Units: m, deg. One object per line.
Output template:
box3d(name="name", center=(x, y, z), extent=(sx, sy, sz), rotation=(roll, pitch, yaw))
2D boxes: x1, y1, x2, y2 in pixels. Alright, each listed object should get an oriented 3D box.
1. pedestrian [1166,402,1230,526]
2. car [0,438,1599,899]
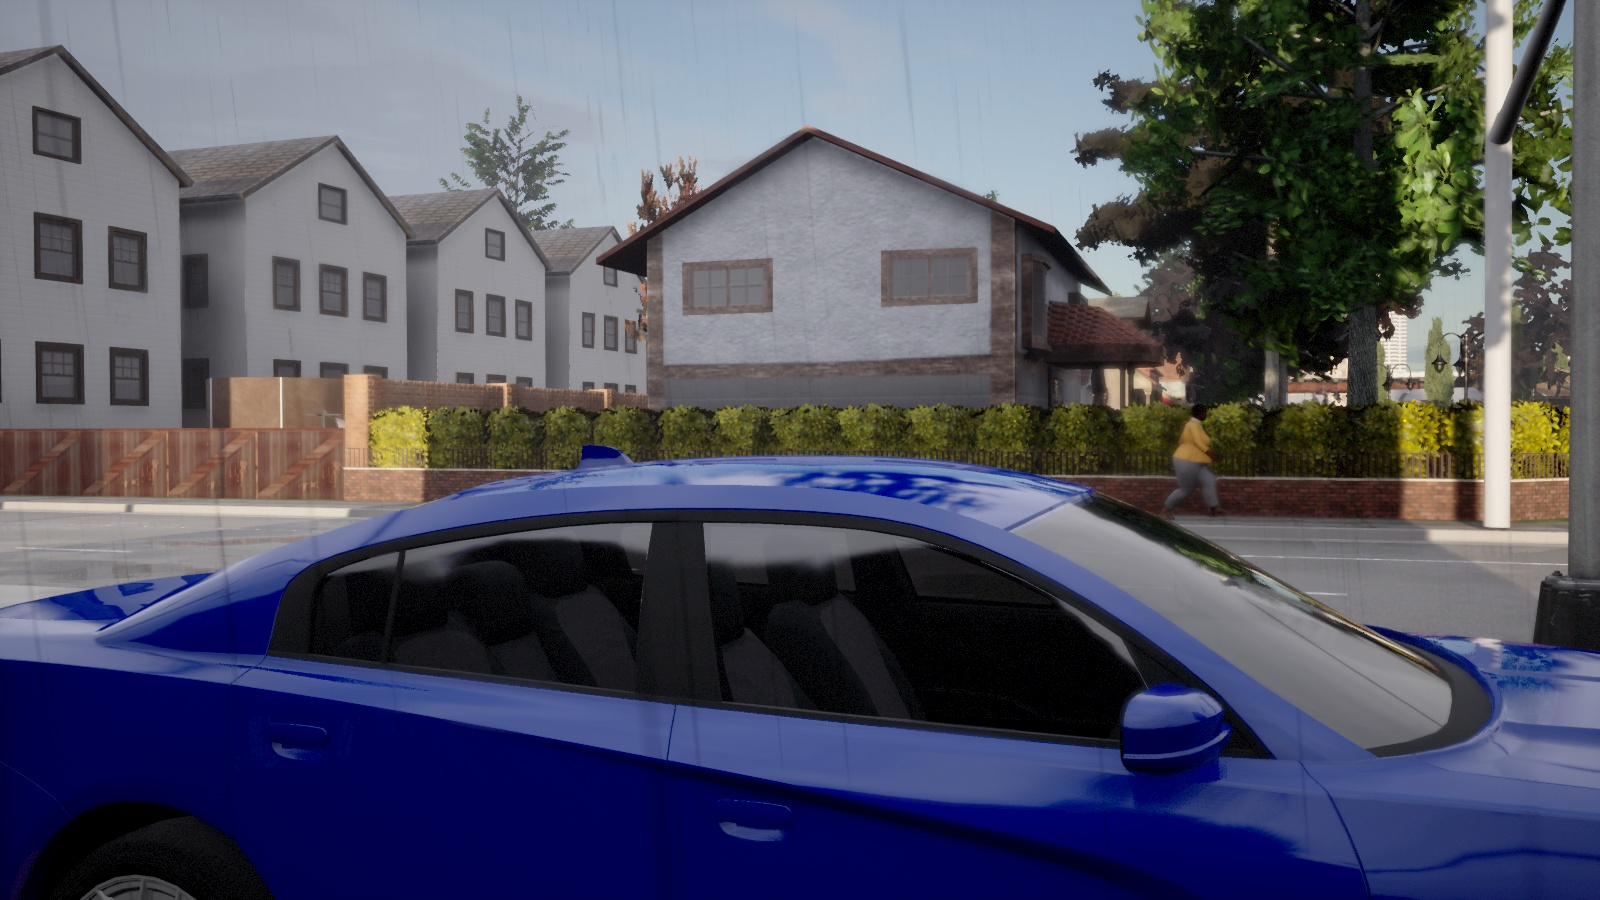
box3d(name="pedestrian", center=(6.126, 0.195, 19.316), extent=(0.900, 1.855, 0.874), rotation=(1, 1, 18))
box3d(name="car", center=(0.253, 0.755, 3.108), extent=(5.008, 1.535, 1.882), rotation=(1, 1, 19))
